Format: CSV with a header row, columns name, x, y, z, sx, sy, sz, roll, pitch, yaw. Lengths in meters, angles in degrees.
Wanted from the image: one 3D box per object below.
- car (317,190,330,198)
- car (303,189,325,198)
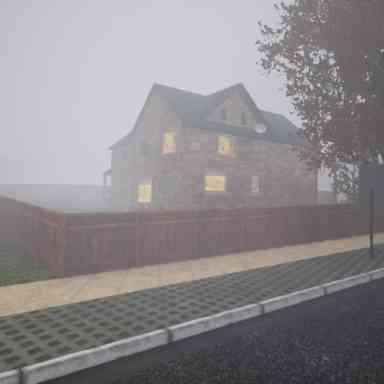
name,x,y,z,sx,sy,sz,roll,pitch,yaw
car,19.026,0.538,47.380,1.994,1.385,4.181,1,2,-3
car,21.250,0.245,57.973,1.812,1.442,4.674,1,2,-3
